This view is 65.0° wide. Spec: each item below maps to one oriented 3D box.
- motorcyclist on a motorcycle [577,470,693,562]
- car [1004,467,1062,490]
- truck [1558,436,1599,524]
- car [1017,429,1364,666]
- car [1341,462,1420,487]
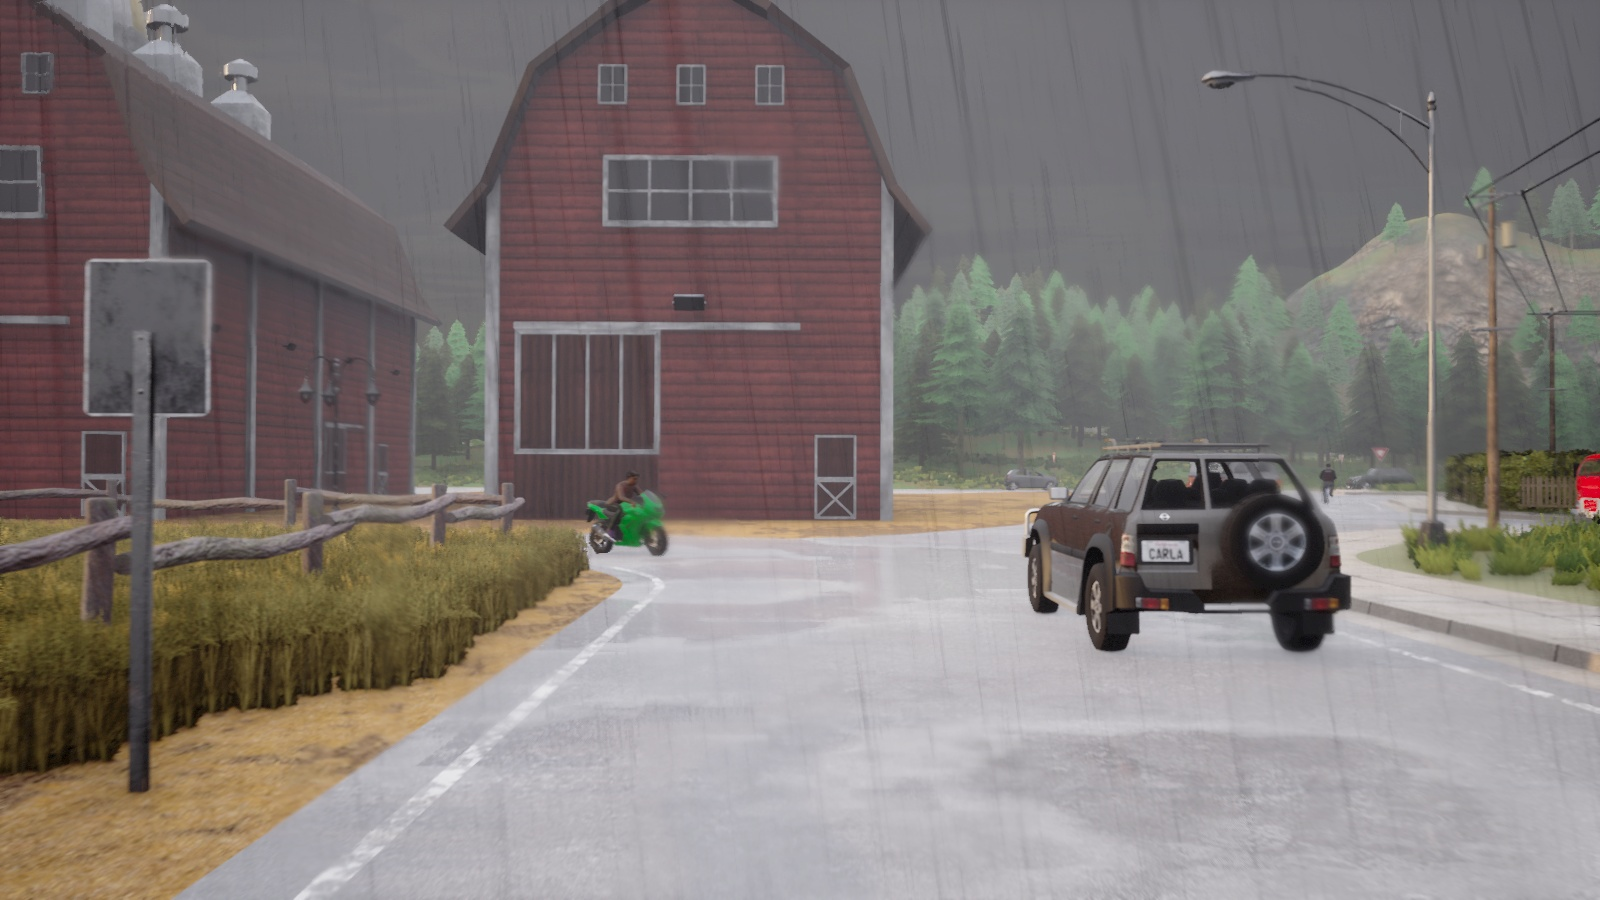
[{"bbox_3d":[-2.940,1.141,22.253,2.044,1.523,0.797,-1,1,38],"label":"motorcyclist on a motorcycle"},{"bbox_3d":[15.775,1.919,85.173,3.633,1.501,1.845,0,-1,0],"label":"car"},{"bbox_3d":[25.072,0.741,35.813,5.204,2.467,2.627,-2,-1,-2],"label":"truck"},{"bbox_3d":[3.473,0.801,12.195,1.932,1.855,4.605,0,-1,0],"label":"car"},{"bbox_3d":[40.933,1.721,88.579,4.553,1.767,2.097,0,-1,0],"label":"car"}]
